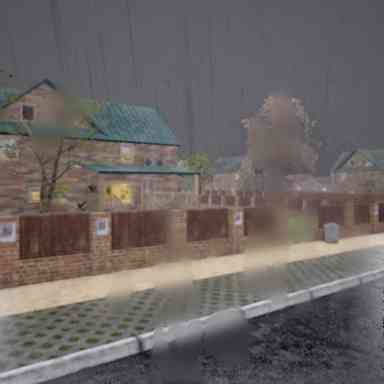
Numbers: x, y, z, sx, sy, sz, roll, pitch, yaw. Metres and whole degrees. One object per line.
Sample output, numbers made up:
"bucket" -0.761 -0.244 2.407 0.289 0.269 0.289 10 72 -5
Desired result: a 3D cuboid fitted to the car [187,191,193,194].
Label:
"car" -0.221 0.620 55.149 2.128 1.511 4.902 -1 2 -35
